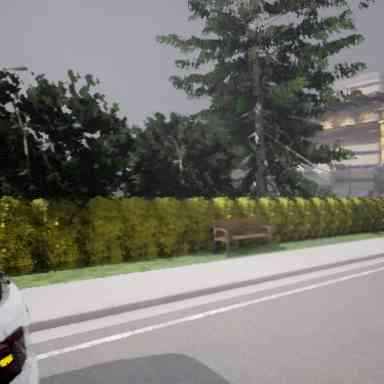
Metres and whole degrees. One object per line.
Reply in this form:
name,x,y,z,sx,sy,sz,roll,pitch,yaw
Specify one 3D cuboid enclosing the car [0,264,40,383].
car,-3.666,1.194,1.338,5.566,2.045,2.150,1,-1,-36
